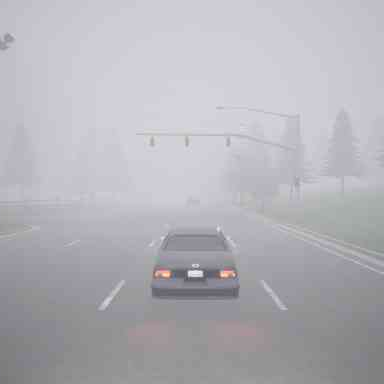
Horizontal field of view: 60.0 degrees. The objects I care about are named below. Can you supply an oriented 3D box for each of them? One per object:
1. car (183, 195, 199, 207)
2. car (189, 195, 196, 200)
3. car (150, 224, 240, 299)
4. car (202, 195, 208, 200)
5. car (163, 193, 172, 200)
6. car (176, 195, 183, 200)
[{"bbox_3d":[0.083,1.351,52.651,2.097,1.767,4.553,0,0,0],"label":"car"},{"bbox_3d":[0.153,1.538,94.127,2.033,1.411,5.357,0,0,0],"label":"car"},{"bbox_3d":[0.080,1.547,8.612,2.033,1.411,5.357,0,0,1],"label":"car"},{"bbox_3d":[3.653,1.498,94.121,1.837,1.490,4.892,0,0,0],"label":"car"},{"bbox_3d":[-6.847,1.223,94.169,2.150,2.045,5.566,0,0,0],"label":"car"},{"bbox_3d":[-3.347,1.522,94.133,1.812,1.442,4.674,0,0,0],"label":"car"}]
